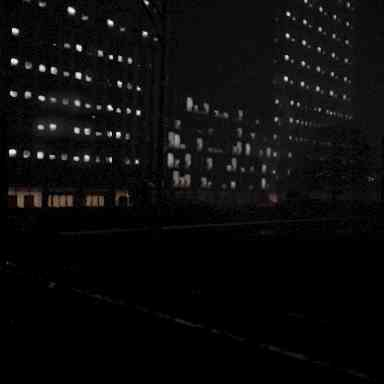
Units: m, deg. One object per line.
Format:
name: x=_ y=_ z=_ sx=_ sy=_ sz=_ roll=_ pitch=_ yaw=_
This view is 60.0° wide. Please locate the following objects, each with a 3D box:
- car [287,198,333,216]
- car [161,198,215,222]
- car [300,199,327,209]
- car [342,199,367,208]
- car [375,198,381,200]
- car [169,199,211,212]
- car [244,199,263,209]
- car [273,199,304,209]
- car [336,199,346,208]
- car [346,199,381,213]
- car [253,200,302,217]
car: x=13.609 y=1.668 z=37.743 sx=5.009 sy=1.841 sz=2.192 roll=1 pitch=2 yaw=-34
car: x=-0.422 y=1.467 z=28.135 sx=5.009 sy=1.841 sz=2.192 roll=1 pitch=2 yaw=-34
car: x=18.509 y=1.782 z=50.655 sx=4.206 sy=1.307 sz=1.802 roll=1 pitch=2 yaw=-34
car: x=27.863 y=1.901 z=57.060 sx=4.313 sy=1.339 sz=1.947 roll=1 pitch=2 yaw=-34
car: x=27.641 y=1.870 z=47.351 sx=5.009 sy=1.841 sz=2.192 roll=1 pitch=2 yaw=-34
car: x=-0.199 y=1.482 z=37.843 sx=4.403 sy=1.369 sz=2.008 roll=1 pitch=2 yaw=-34
car: x=9.016 y=1.589 z=44.152 sx=4.829 sy=1.417 sz=1.752 roll=1 pitch=2 yaw=-34
car: x=13.832 y=1.699 z=47.452 sx=4.313 sy=1.339 sz=1.947 roll=1 pitch=2 yaw=-34
car: x=23.186 y=1.834 z=53.857 sx=4.313 sy=1.339 sz=1.947 roll=1 pitch=2 yaw=-34
car: x=22.956 y=2.053 z=44.155 sx=4.313 sy=1.339 sz=1.947 roll=1 pitch=2 yaw=-34
car: x=8.925 y=1.831 z=34.546 sx=4.507 sy=1.381 sz=1.887 roll=1 pitch=2 yaw=-34
